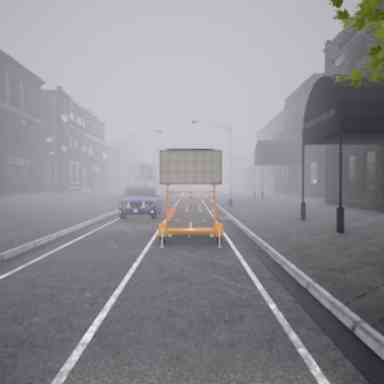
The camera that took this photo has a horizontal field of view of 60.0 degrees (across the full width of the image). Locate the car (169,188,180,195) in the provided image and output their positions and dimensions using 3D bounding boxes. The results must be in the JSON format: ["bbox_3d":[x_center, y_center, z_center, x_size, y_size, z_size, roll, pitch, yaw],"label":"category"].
[{"bbox_3d":[-3.304,-0.067,63.884,1.895,1.301,4.718,0,0,0],"label":"car"}]

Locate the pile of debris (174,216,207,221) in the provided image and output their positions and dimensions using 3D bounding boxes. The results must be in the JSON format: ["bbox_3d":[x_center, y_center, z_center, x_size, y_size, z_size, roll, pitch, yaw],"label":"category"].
[{"bbox_3d":[-0.088,1.610,19.935,1.860,0.140,1.500,0,2,0],"label":"pile of debris"}]

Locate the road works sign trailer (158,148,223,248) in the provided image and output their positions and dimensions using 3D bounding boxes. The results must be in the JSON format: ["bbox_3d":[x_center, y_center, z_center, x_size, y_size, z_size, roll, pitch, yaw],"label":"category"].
[{"bbox_3d":[-0.044,0.108,12.895,2.380,3.560,2.880,0,2,0],"label":"road works sign trailer"}]

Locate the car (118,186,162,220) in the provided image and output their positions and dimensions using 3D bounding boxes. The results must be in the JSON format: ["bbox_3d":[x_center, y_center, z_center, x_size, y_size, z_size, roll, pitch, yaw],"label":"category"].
[{"bbox_3d":[-3.196,0.621,21.539,2.150,2.045,5.566,0,2,0],"label":"car"}]
